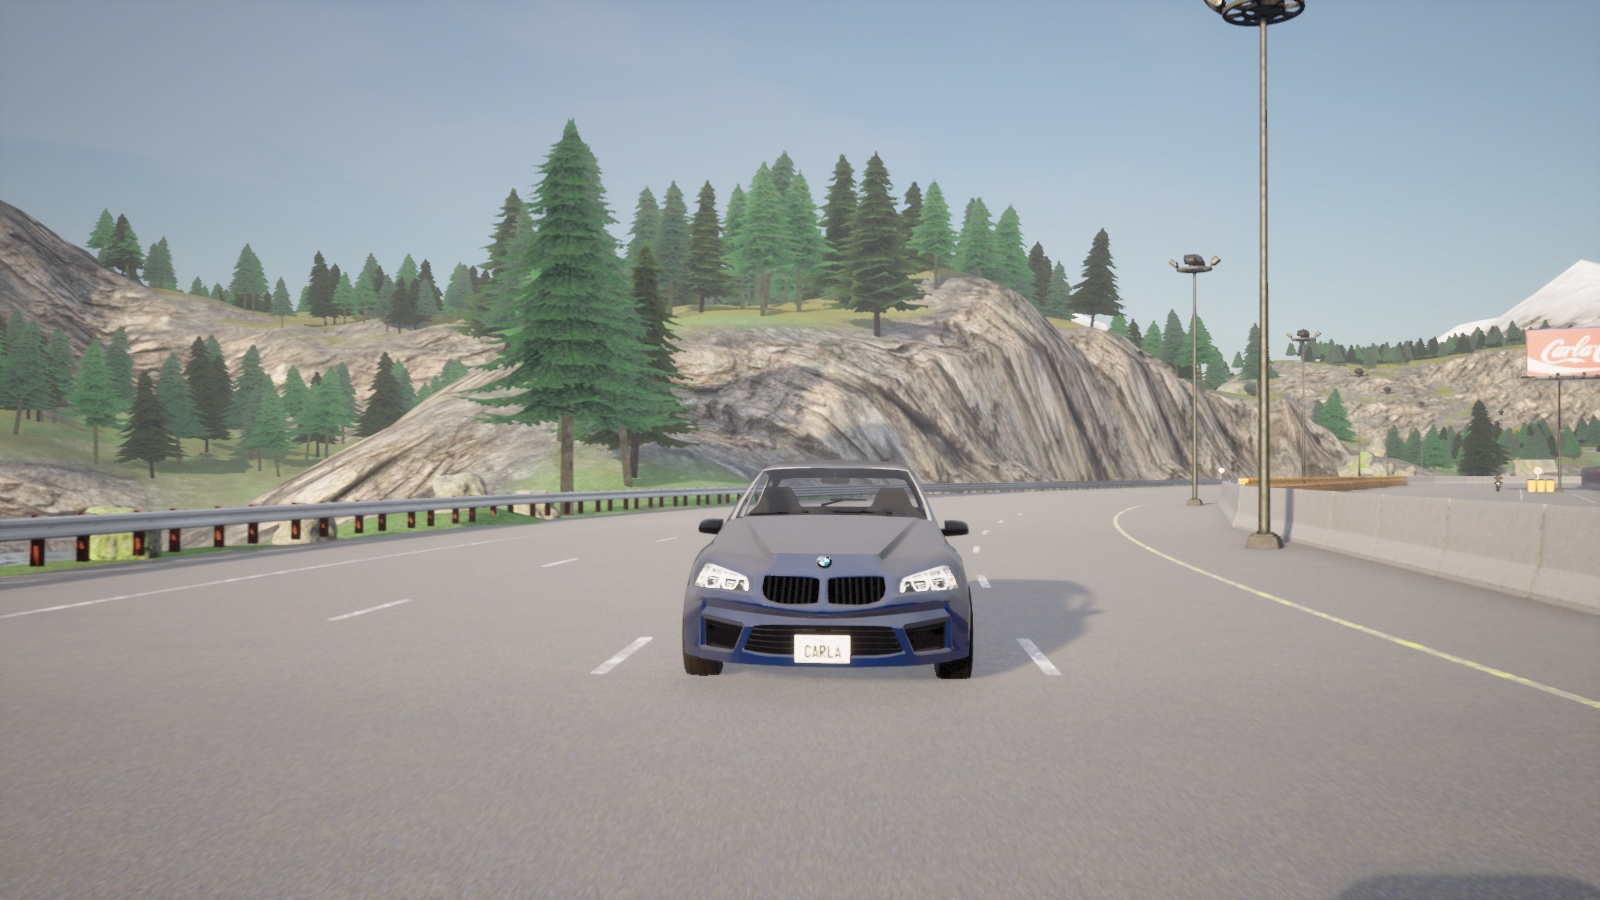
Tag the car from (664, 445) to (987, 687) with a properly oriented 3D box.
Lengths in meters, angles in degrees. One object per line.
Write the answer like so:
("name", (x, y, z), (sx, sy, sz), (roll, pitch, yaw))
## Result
("car", (0.321, 0.843, 11.050), (2.242, 1.667, 4.611), (0, -1, 4))
